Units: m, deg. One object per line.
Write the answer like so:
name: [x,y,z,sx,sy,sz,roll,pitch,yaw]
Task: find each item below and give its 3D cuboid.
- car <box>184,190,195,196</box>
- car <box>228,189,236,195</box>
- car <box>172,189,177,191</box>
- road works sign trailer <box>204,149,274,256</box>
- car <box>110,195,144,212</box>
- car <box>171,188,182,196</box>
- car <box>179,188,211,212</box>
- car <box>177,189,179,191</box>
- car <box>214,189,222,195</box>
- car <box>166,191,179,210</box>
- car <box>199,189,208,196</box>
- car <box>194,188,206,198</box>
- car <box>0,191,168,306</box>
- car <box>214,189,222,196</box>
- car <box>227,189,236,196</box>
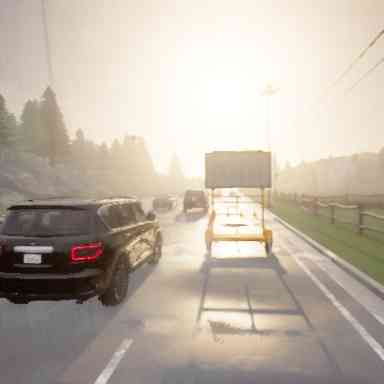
car: [-0.518,0.140,83.891,2.033,1.411,5.357,0,1,7]
car: [9.911,0.057,82.672,2.033,1.411,5.357,0,1,7]
car: [-5.198,0.451,73.981,1.837,1.490,4.892,0,1,7]
road works sign trailer: [1.677,0.265,12.257,2.380,3.560,2.880,0,1,7]
car: [-6.349,1.077,33.114,1.837,1.490,4.892,0,1,7]
car: [-3.996,-0.016,84.295,2.097,1.767,4.553,0,1,7]
car: [0.500,0.752,31.434,2.150,2.045,5.566,0,1,7]
car: [-1.677,0.470,73.960,1.994,1.385,4.181,0,1,7]
car: [6.434,0.045,83.078,1.837,1.490,4.892,0,1,7]
car: [-2.706,1.013,34.130,2.128,1.511,4.902,0,1,7]
car: [2.958,0.073,83.484,1.837,1.490,4.892,0,1,7]
car: [1.751,0.120,73.164,2.150,2.045,5.566,0,1,7]
car: [-2.236,1.123,7.997,2.150,2.045,5.566,0,1,7]
car: [5.227,0.407,72.732,2.033,1.411,5.357,0,1,7]
car: [8.751,0.358,72.739,1.812,1.442,4.674,0,1,7]
